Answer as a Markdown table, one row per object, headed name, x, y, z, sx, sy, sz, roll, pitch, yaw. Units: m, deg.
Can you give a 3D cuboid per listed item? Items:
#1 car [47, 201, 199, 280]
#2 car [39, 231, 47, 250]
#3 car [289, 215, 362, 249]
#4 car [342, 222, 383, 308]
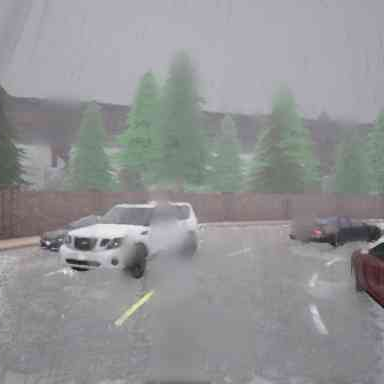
| name | x | y | z | sx | sy | sz | roll | pitch | yaw |
| --- | --- | --- | --- | --- | --- | --- | --- | --- | --- |
| car | -1.645 | 1.344 | 10.960 | 2.150 | 2.045 | 5.566 | -1 | -1 | 25 |
| car | -3.961 | 1.646 | 14.071 | 1.837 | 1.490 | 4.892 | -1 | -1 | 31 |
| car | 7.030 | 1.802 | 16.046 | 5.357 | 1.411 | 2.033 | 1 | -1 | -35 |
| car | 4.474 | 1.593 | 6.285 | 1.882 | 1.535 | 5.008 | 0 | -1 | 13 |
